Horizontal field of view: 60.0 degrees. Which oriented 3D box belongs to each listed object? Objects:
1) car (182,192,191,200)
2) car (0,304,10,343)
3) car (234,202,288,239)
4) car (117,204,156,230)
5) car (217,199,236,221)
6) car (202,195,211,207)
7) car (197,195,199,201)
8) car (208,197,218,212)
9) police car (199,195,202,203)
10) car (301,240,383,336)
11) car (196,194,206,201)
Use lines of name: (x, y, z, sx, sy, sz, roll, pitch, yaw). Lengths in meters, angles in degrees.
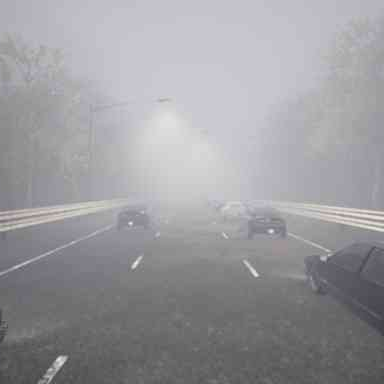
car: (-1.543, 1.139, 91.350, 2.150, 2.045, 5.566, 0, 0, -2)
car: (-3.403, 1.549, 2.039, 2.033, 1.411, 5.357, 0, 0, 0)
car: (3.546, 1.509, 17.337, 1.837, 1.490, 4.892, 0, 0, 0)
car: (-3.478, 1.509, 21.165, 1.837, 1.490, 4.892, 0, 0, 0)
car: (3.375, 1.530, 27.367, 1.812, 1.442, 4.674, 0, 0, -1)
car: (3.060, 1.504, 49.470, 2.163, 1.488, 4.792, 0, 0, -1)
car: (2.560, 1.539, 71.509, 2.033, 1.411, 5.357, 0, 0, -2)
car: (3.240, 1.603, 38.434, 1.895, 1.301, 4.718, 0, 0, -1)
police car: (2.832, 1.422, 60.585, 1.930, 1.638, 5.238, 0, 0, -1)
car: (3.587, 1.549, 5.695, 2.033, 1.411, 5.357, 0, 0, 0)
car: (2.239, 1.416, 82.542, 2.033, 1.649, 4.856, 0, 0, -2)
